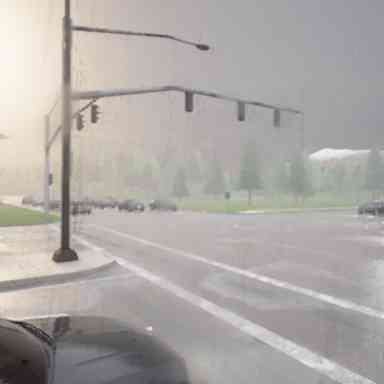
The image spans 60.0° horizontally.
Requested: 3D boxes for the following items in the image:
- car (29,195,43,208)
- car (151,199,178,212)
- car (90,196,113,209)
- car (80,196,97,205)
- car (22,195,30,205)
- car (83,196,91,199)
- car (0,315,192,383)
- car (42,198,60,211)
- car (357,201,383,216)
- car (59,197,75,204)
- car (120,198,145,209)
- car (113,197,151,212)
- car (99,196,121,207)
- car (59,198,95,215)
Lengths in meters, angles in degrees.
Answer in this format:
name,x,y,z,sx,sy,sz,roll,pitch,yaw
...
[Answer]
name,x,y,z,sx,sy,sz,roll,pitch,yaw
car,-23.121,1.584,50.915,1.812,1.442,4.674,1,0,-35
car,-3.570,1.647,41.185,1.837,1.490,4.892,1,0,-35
car,-12.724,1.639,48.214,1.812,1.442,4.674,1,0,-35
car,-20.380,1.634,65.490,1.837,1.490,4.892,1,0,-35
car,-29.016,1.408,59.490,2.097,1.767,4.553,1,0,-34
car,-17.910,1.674,55.700,1.994,1.385,4.181,1,0,-34
car,-2.227,1.499,1.975,4.892,1.490,1.837,0,0,-33
car,-17.474,1.662,42.773,1.895,1.301,4.718,1,0,-35
car,20.273,1.778,36.886,4.892,1.490,1.837,1,0,-35
car,-24.482,1.649,65.261,1.994,1.385,4.181,1,0,-35
car,-8.764,1.665,48.654,1.812,1.442,4.674,1,0,-35
car,-7.439,1.607,40.614,2.128,1.511,4.902,1,0,-35
car,-13.839,1.491,55.968,2.097,1.767,4.553,1,0,-35
car,-12.250,1.665,35.262,1.895,1.301,4.718,1,0,-35
